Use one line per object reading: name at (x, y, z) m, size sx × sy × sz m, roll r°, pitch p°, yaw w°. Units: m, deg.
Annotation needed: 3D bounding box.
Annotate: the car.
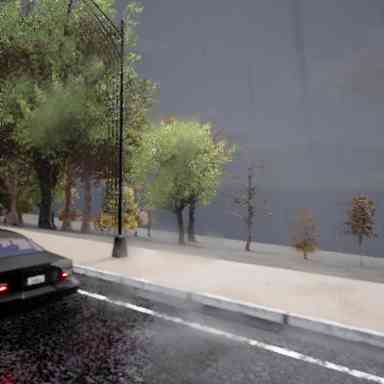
car at (-4.610, 1.473, 6.958) m, size 5.357 × 1.411 × 2.033 m, roll 1°, pitch 0°, yaw 36°
